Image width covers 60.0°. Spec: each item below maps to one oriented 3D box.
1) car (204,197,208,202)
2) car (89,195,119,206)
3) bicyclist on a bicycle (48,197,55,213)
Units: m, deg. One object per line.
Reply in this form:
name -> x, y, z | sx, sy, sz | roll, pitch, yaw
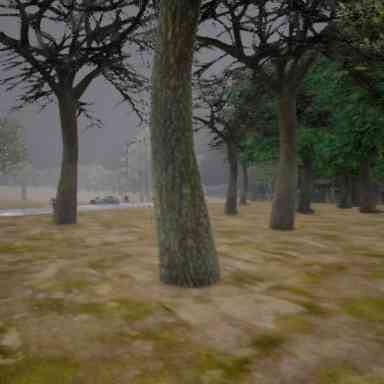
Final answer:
car -> 1.402, 1.271, 63.560 | 1.895, 1.301, 4.718 | 1, 0, 23
car -> -11.925, 1.128, 45.429 | 1.994, 1.385, 4.181 | 2, 1, 32
bicyclist on a bicycle -> -13.306, 1.277, 31.846 | 1.656, 1.620, 0.582 | 0, 0, 36
